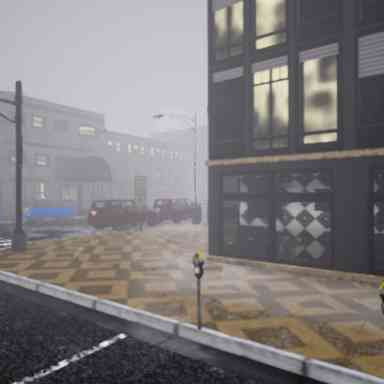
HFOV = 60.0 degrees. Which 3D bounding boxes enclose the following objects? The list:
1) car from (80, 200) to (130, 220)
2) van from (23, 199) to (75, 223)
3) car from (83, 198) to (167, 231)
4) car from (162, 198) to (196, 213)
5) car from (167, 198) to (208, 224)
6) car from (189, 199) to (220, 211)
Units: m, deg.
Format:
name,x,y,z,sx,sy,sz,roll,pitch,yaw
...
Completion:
name,x,y,z,sx,sy,sz,roll,pitch,yaw
car,-7.850,1.538,30.253,1.967,1.590,4.097,-1,-1,35
van,-11.047,1.421,25.749,1.690,1.788,3.998,-1,-1,35
car,-4.211,1.354,20.902,2.192,1.841,5.009,-1,-1,35
car,-1.456,1.576,39.264,1.967,1.590,4.097,-1,-1,35
car,-1.015,1.372,25.407,2.192,1.841,5.009,-1,-1,35
car,1.740,1.707,43.768,2.008,1.369,4.403,-1,-1,35
